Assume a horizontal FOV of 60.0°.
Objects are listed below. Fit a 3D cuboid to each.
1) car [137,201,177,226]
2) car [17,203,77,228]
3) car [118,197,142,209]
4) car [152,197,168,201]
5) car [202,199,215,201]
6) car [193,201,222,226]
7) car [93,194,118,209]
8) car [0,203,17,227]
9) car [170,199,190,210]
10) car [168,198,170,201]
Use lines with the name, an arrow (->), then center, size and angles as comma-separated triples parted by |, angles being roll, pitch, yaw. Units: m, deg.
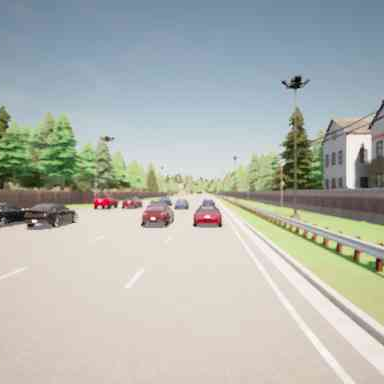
car -> -2.389, 1.575, 23.734 | 1.812, 1.442, 4.674 | 0, 0, 3
car -> -9.451, 1.537, 22.654 | 1.837, 1.490, 4.892 | 0, 0, 3
car -> -8.328, 1.441, 46.701 | 2.097, 1.767, 4.553 | 0, 0, 3
car -> -4.867, 1.659, 45.970 | 1.994, 1.385, 4.181 | 0, 0, 3
car -> 2.508, 1.684, 51.216 | 1.994, 1.385, 4.181 | 0, 0, 3
car -> 1.132, 1.620, 24.023 | 1.994, 1.385, 4.181 | 0, 0, 3
car -> -11.868, 1.304, 46.099 | 2.150, 2.045, 5.566 | 0, 0, 3
car -> -12.945, 1.531, 22.868 | 1.837, 1.490, 4.892 | 0, 0, 3
car -> -1.365, 1.649, 45.856 | 2.033, 1.411, 5.357 | 0, 0, 3
car -> -4.361, 1.644, 55.961 | 1.812, 1.442, 4.674 | 0, 0, 3
